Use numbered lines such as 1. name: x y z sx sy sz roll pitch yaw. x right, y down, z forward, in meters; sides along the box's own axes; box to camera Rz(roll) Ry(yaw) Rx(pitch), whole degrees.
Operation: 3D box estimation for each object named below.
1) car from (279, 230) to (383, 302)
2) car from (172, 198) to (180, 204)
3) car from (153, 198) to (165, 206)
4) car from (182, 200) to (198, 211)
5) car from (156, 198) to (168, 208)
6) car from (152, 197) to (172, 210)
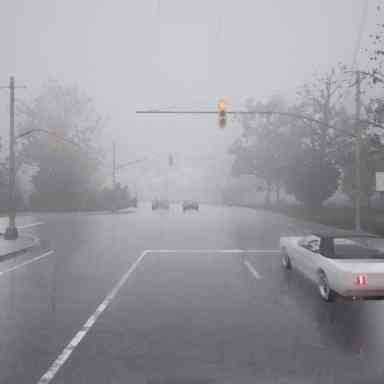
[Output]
1. car: 3.596 1.601 8.196 1.895 1.301 4.718 0 0 0
2. car: -4.462 2.359 83.071 2.128 1.511 4.902 0 -1 -22
3. car: -6.302 1.914 63.511 1.882 1.535 5.008 0 -1 -10
4. car: -0.247 1.663 42.310 1.895 1.301 4.718 0 -1 -3
5. car: -4.843 1.721 53.207 1.837 1.490 4.892 0 -1 -7
6. car: -4.059 1.425 43.105 2.097 1.767 4.553 0 -1 -3
